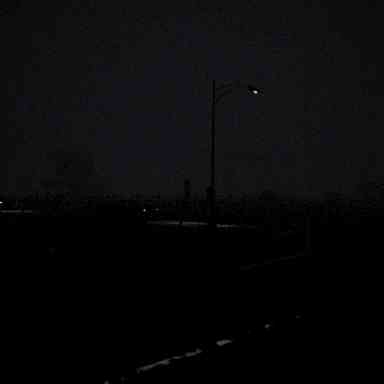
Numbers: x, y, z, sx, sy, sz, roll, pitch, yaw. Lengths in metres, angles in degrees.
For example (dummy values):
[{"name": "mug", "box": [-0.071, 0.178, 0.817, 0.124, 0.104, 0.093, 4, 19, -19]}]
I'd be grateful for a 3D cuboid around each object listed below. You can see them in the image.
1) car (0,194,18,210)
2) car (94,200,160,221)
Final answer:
[{"name": "car", "box": [-19.075, 0.924, 32.512, 5.008, 1.535, 1.882, 1, 0, 33]}, {"name": "car", "box": [-4.618, 1.271, 23.676, 4.718, 1.301, 1.895, 1, 0, 31]}]
